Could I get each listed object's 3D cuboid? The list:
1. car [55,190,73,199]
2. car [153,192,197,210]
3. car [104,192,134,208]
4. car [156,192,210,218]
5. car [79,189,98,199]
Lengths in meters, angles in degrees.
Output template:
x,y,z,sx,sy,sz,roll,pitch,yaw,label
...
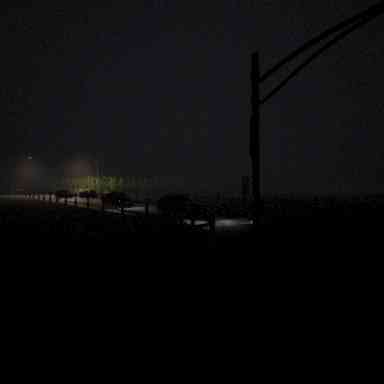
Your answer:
x,y,z,sx,sy,sz,roll,pitch,yaw,label
-19.934,0.376,51.879,1.812,1.442,4.674,-1,1,-35,car
-1.721,0.776,32.055,1.882,1.535,5.008,-1,1,-35,car
-7.574,0.745,34.015,1.837,1.490,4.892,-1,2,-35,car
-0.729,0.938,24.202,1.882,1.535,5.008,-1,1,-35,car
-16.698,0.320,53.441,2.128,1.511,4.902,-1,2,-34,car
